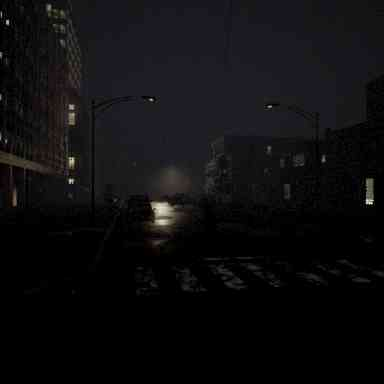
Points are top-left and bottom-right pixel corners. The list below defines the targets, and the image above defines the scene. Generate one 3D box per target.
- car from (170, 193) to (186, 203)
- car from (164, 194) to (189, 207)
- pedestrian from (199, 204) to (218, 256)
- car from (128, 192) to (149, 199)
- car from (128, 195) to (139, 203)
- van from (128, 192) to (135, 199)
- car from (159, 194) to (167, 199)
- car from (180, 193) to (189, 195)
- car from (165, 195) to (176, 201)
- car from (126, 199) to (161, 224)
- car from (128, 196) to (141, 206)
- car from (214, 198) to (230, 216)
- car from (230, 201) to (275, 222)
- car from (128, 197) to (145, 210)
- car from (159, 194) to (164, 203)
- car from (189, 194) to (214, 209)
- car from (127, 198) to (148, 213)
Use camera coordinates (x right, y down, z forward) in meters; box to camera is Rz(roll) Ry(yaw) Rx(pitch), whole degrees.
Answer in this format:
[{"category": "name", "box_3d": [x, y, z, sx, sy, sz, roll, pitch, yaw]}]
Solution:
[{"category": "car", "box_3d": [-2.679, 1.076, 63.026, 2.192, 1.841, 5.009, 1, 0, -11]}, {"category": "car", "box_3d": [-2.342, 1.352, 47.691, 2.033, 1.411, 5.357, 0, 0, -12]}, {"category": "pedestrian", "box_3d": [0.557, 1.230, 11.253, 0.375, 1.860, 0.375, 1, 0, -11]}, {"category": "car", "box_3d": [-4.592, 1.162, 28.819, 2.192, 1.841, 5.009, 1, 0, -11]}, {"category": "car", "box_3d": [-10.910, 1.281, 61.436, 1.947, 1.339, 4.313, 1, 0, -11]}, {"category": "van", "box_3d": [-16.171, 0.958, 88.615, 1.690, 1.788, 3.998, 1, 0, -11]}, {"category": "car", "box_3d": [-7.945, 1.244, 90.207, 1.802, 1.307, 4.206, 1, 0, -11]}, {"category": "car", "box_3d": [-0.609, 1.328, 52.322, 1.752, 1.417, 4.829, 1, 0, -11]}, {"category": "car", "box_3d": [-4.787, 1.286, 73.899, 1.947, 1.339, 4.313, 1, 0, -11]}, {"category": "car", "box_3d": [-3.542, 1.422, 23.384, 2.008, 1.369, 4.403, 1, 0, -11]}, {"category": "car", "box_3d": [-8.772, 1.283, 50.397, 1.752, 1.417, 4.829, 1, 0, -11]}, {"category": "car", "box_3d": [3.634, 1.475, 30.411, 1.802, 1.307, 4.206, 1, 0, -11]}, {"category": "car", "box_3d": [4.654, 1.442, 25.141, 1.752, 1.417, 4.829, 1, 0, -11]}, {"category": "car", "box_3d": [-6.699, 1.345, 39.692, 1.887, 1.381, 4.507, 1, 0, -11]}, {"category": "car", "box_3d": [-4.963, 1.257, 61.179, 1.837, 1.490, 4.892, 0, 0, -11]}, {"category": "car", "box_3d": [1.531, 1.162, 41.282, 2.192, 1.841, 5.009, 1, 0, -11]}, {"category": "car", "box_3d": [-5.647, 1.374, 34.256, 2.008, 1.369, 4.403, 1, 0, -11]}]
